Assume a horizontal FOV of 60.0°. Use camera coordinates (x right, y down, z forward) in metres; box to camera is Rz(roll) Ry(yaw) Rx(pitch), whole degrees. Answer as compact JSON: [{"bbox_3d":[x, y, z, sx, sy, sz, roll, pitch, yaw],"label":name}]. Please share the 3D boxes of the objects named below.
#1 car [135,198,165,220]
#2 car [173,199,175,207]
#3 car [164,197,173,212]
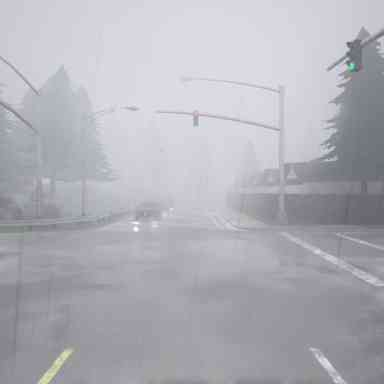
[{"bbox_3d":[-3.603,1.505,28.038,1.837,1.490,4.892,0,0,0],"label":"car"},{"bbox_3d":[-3.515,1.504,48.307,1.837,1.490,4.892,0,0,2],"label":"car"},{"bbox_3d":[-3.599,1.564,37.952,1.994,1.385,4.181,0,0,0],"label":"car"}]
